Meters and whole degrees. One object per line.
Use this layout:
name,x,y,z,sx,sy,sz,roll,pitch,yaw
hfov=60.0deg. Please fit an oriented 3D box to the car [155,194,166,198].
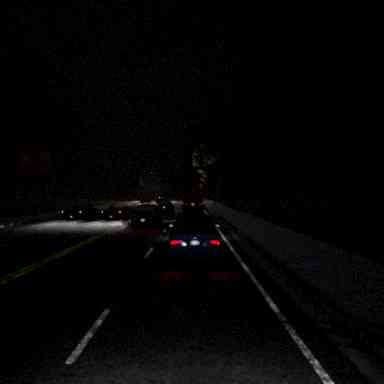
car,-6.529,1.520,69.880,2.150,2.045,5.566,0,0,0

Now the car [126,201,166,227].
car,-3.159,1.624,23.619,1.812,1.442,4.674,0,0,0

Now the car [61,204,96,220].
car,-9.862,1.724,29.364,1.895,1.301,4.718,0,0,0

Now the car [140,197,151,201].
car,-9.779,1.795,69.908,1.837,1.490,4.892,0,0,0

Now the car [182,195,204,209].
car,0.086,1.373,36.127,2.150,2.045,5.566,0,0,0

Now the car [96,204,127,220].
car,-6.612,1.724,29.379,1.895,1.301,4.718,0,0,0

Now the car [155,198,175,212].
car,-3.165,1.731,39.628,1.994,1.385,4.181,0,0,0

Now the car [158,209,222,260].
car,0.090,1.600,12.590,2.033,1.411,5.357,0,0,0
